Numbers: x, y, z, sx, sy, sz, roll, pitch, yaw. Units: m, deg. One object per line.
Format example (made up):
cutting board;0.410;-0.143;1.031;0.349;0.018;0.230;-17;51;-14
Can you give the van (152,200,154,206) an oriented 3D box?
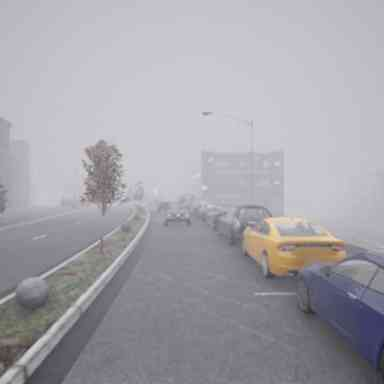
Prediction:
van;-6.772;2.018;70.536;1.878;1.987;4.442;0;-2;-15

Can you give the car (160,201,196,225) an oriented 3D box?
car;-1.140;1.594;24.241;2.033;1.411;5.357;0;0;-5

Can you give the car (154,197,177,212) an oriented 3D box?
car;-3.354;1.635;41.032;1.837;1.490;4.892;0;-1;-9

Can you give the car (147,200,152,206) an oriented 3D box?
car;-8.268;2.452;75.776;2.163;1.488;4.792;0;-2;-16

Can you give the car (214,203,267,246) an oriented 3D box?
car;2.509;1.381;15.701;2.185;1.767;4.553;0;0;-3

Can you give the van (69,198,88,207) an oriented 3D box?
van;-28.834;2.667;84.694;4.442;1.987;1.878;0;-2;-20

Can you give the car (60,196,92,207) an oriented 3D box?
car;-21.351;1.834;61.175;5.566;2.045;2.435;0;-2;-14

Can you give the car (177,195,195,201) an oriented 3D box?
car;-0.721;1.380;43.418;2.435;2.045;5.566;0;-1;-9

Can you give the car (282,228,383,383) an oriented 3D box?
car;2.964;1.524;4.638;2.002;1.452;4.674;0;0;-1

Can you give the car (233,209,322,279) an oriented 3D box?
car;2.795;1.495;10.183;2.097;1.535;5.008;0;0;-2

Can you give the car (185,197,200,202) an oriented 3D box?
car;0.931;1.544;32.292;2.231;1.521;4.892;0;0;-7

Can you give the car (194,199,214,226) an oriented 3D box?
car;1.558;1.570;26.907;2.002;1.452;4.674;0;0;-5

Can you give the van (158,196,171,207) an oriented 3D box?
van;-5.349;1.851;65.185;1.878;1.987;4.442;0;-1;-13
